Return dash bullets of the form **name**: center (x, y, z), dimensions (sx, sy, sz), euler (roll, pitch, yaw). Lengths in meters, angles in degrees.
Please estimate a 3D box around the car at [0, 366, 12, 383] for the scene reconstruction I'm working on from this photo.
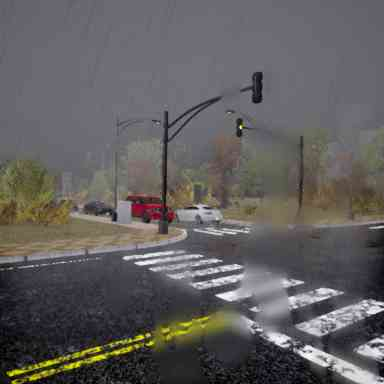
- **car**: center (-3.256, 1.504, 1.115), dimensions (4.892, 1.490, 1.837), euler (0, 0, -35)

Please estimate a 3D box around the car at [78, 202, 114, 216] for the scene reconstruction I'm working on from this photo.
- **car**: center (-9.631, 1.685, 34.192), dimensions (2.033, 1.411, 5.357), euler (2, -2, -35)

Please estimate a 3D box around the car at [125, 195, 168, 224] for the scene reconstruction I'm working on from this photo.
- **car**: center (-3.507, 1.300, 25.824), dimensions (2.150, 2.045, 5.566), euler (2, -1, -35)

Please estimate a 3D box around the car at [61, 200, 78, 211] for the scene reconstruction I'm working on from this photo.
- **car**: center (-16.544, 1.740, 44.173), dimensions (1.812, 1.442, 4.674), euler (2, -2, -34)

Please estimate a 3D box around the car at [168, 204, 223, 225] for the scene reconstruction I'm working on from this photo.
- **car**: center (0.413, 1.672, 25.402), dimensions (1.812, 1.442, 4.674), euler (2, -2, -36)
